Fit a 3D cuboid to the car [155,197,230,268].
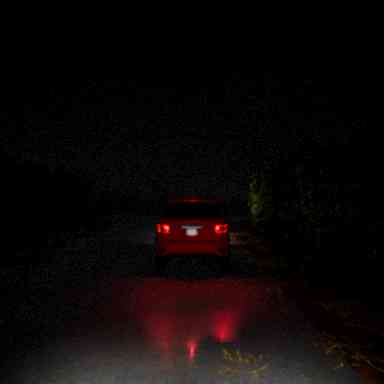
[{"bbox_3d":[0.060,1.211,11.474,2.150,2.045,5.566,0,-1,1],"label":"car"}]
